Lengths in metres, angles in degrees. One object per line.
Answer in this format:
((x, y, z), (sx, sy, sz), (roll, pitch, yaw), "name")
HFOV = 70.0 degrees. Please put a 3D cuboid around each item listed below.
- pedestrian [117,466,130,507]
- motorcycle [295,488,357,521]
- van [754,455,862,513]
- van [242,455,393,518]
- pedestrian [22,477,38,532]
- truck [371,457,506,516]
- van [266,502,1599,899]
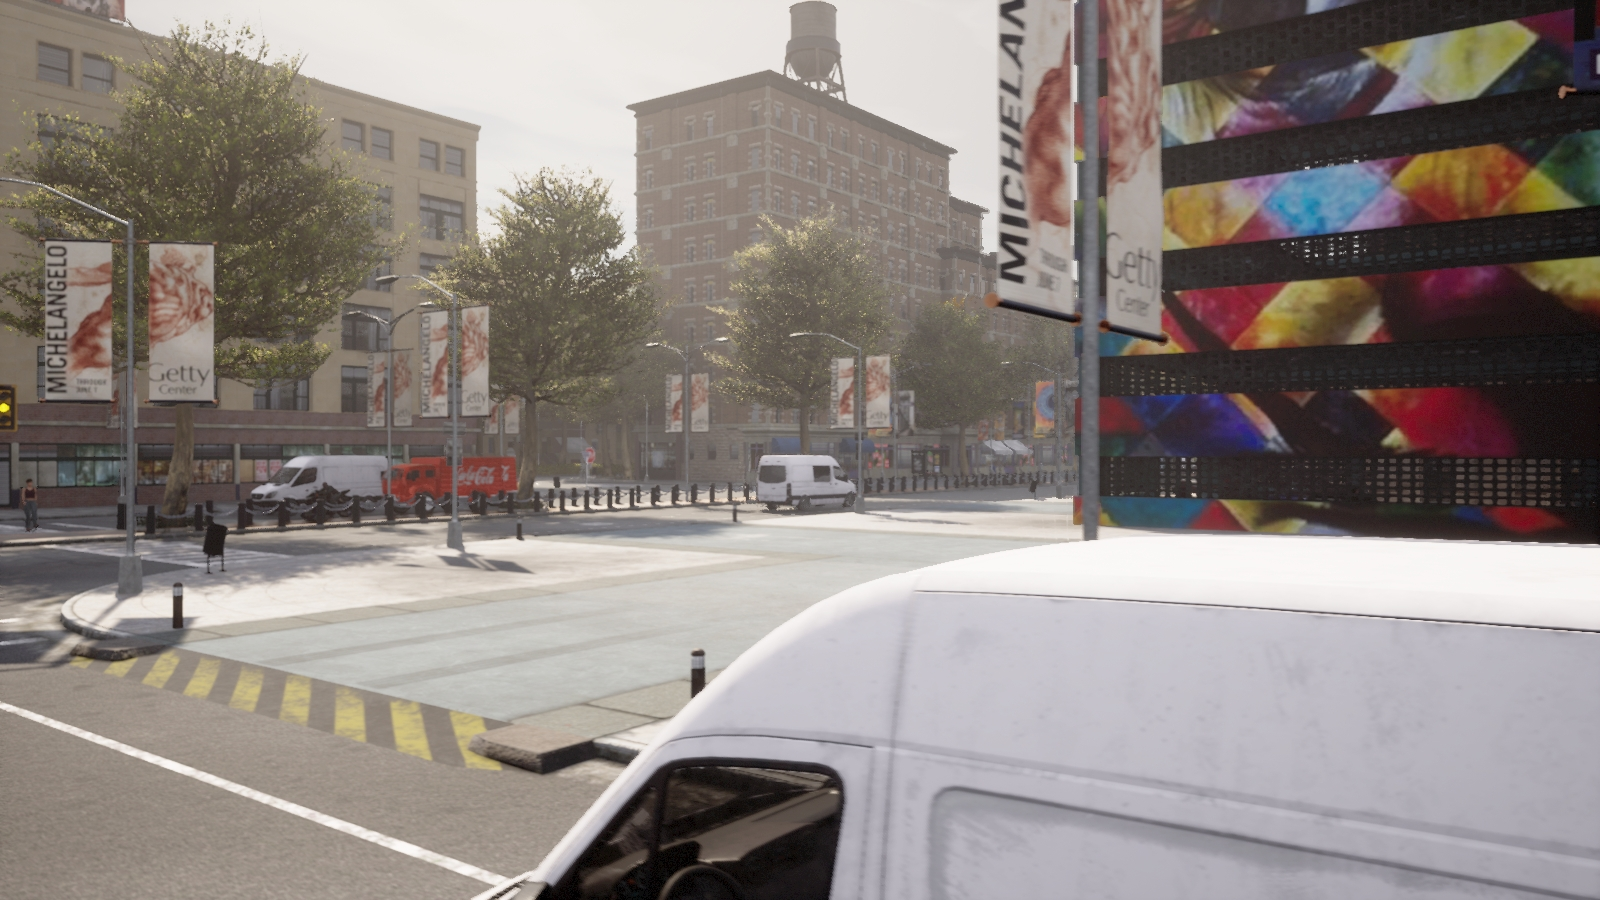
((-31.332, 1.688, 52.915), (0.375, 1.860, 0.375), (0, 0, 36), "pedestrian")
((-19.364, 2.198, 46.710), (0.867, 1.251, 2.209), (0, 0, 37), "motorcycle")
((0.457, 1.530, 54.062), (1.988, 2.561, 5.915), (0, 0, 37), "van")
((-21.086, 1.527, 50.245), (1.988, 2.561, 5.915), (0, 0, 37), "van")
((-26.240, 1.841, 38.911), (0.375, 1.860, 0.375), (0, 0, 43), "pedestrian")
((-16.078, 1.558, 51.114), (2.627, 2.467, 5.204), (0, 0, 37), "truck")
((1.152, 1.534, 2.980), (5.915, 2.561, 1.988), (0, 0, 36), "van")
